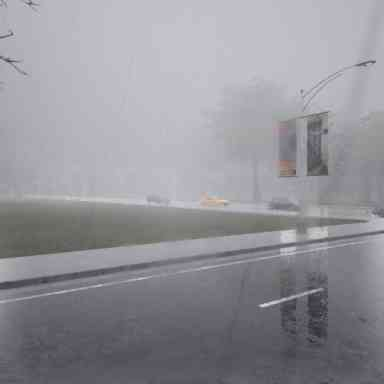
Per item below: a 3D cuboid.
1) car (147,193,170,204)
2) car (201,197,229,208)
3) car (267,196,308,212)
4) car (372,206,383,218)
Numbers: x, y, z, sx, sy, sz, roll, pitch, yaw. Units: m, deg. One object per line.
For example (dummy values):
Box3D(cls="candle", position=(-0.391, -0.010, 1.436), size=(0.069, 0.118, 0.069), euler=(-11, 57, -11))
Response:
Box3D(cls="car", position=(-6.287, 1.234, 61.322), size=(2.150, 2.045, 5.566), euler=(0, 0, -36))
Box3D(cls="car", position=(3.273, 1.422, 48.103), size=(1.882, 1.535, 5.008), euler=(0, 0, -36))
Box3D(cls="car", position=(10.839, 1.339, 37.747), size=(2.097, 1.767, 4.553), euler=(0, 0, -36))
Box3D(cls="car", position=(17.659, 1.578, 27.268), size=(2.033, 1.411, 5.357), euler=(0, 0, -24))
